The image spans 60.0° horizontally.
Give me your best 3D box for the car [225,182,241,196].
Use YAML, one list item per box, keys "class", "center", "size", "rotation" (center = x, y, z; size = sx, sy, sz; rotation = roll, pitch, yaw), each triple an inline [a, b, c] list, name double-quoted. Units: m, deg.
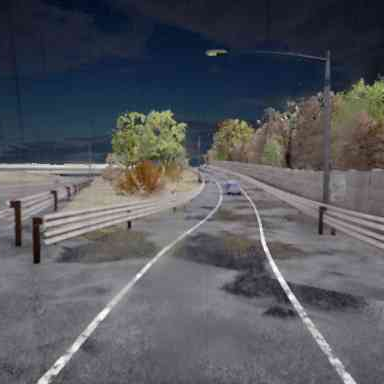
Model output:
- class: "car"
  center: [6.026, -0.281, 48.188]
  size: [1.994, 1.385, 4.181]
  rotation: [0, 5, 4]
